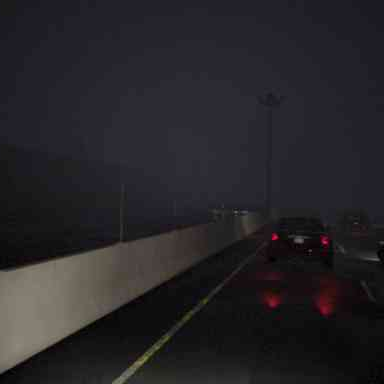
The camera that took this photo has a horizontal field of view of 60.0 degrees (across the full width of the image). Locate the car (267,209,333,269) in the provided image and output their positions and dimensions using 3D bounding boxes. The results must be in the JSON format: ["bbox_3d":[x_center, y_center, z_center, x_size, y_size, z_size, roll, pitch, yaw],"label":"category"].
[{"bbox_3d":[4.190,1.639,12.739,2.097,1.767,4.553,1,-1,20],"label":"car"}]

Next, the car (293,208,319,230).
[{"bbox_3d":[9.514,2.160,27.579,1.812,1.442,4.674,1,-1,20],"label":"car"}]

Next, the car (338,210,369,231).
[{"bbox_3d":[12.980,2.204,26.867,1.882,1.535,5.008,1,0,20],"label":"car"}]

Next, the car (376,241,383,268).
[{"bbox_3d":[6.749,1.870,9.588,2.033,1.411,5.357,1,-1,20],"label":"car"}]
